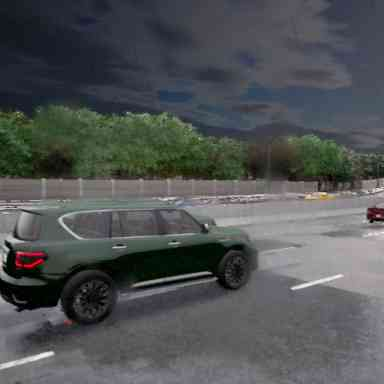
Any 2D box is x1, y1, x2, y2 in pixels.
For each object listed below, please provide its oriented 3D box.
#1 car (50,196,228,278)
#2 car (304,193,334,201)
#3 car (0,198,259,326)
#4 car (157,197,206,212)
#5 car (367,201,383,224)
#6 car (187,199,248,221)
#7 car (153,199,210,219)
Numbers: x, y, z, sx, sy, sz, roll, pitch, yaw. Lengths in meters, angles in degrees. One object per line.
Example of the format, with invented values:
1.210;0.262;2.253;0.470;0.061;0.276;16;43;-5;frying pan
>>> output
-1.588;1.211;11.205;5.566;2.045;2.150;0;0;-35;car
17.776;0.933;46.508;5.008;1.535;1.882;-1;1;-35;car
-1.031;1.217;7.307;5.566;2.045;2.150;0;0;-35;car
-1.139;1.394;37.496;5.357;1.411;2.033;-1;1;-35;car
13.475;1.281;21.876;5.008;1.535;1.882;-1;1;-35;car
2.103;1.399;26.933;4.892;1.490;1.837;0;0;-35;car
-0.865;1.432;29.118;4.674;1.442;1.812;-1;0;-35;car
